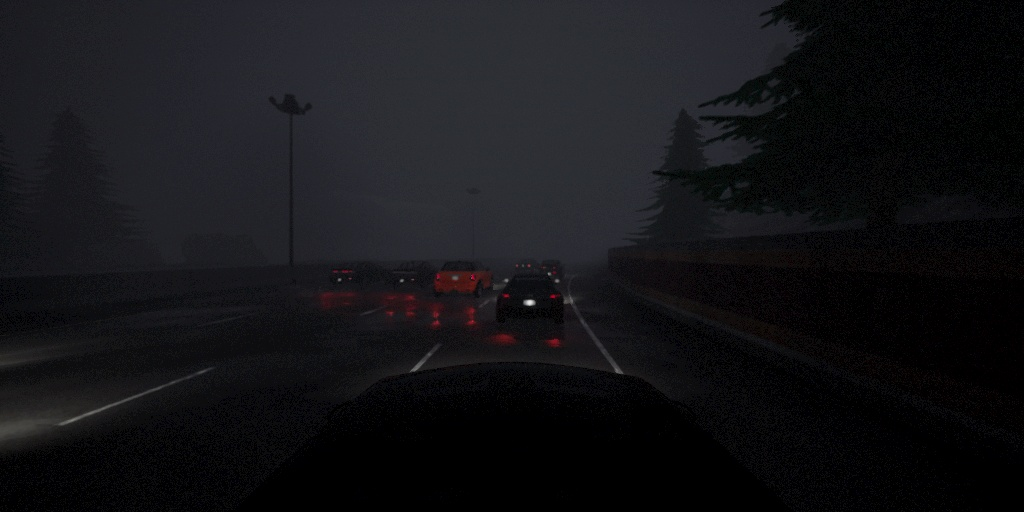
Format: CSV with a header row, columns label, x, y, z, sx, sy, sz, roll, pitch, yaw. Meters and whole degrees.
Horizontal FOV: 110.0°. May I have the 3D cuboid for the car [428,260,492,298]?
label,x,y,z,sx,sy,sz,roll,pitch,yaw
car,-2.230,0.952,17.692,2.097,1.767,4.553,0,0,7

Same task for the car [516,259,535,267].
label,x,y,z,sx,sy,sz,roll,pitch,yaw
car,1.754,0.987,37.564,2.033,1.411,5.357,0,1,16

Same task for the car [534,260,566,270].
label,x,y,z,sx,sy,sz,roll,pitch,yaw
car,3.257,1.025,29.069,1.837,1.490,4.892,0,0,12

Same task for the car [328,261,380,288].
label,x,y,z,sx,sy,sz,roll,pitch,yaw
car,-8.807,1.033,21.424,2.128,1.511,4.902,0,1,8

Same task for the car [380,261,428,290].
label,x,y,z,sx,sy,sz,roll,pitch,yaw
car,-5.351,1.051,20.933,2.128,1.511,4.902,0,1,8

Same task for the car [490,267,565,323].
label,x,y,z,sx,sy,sz,roll,pitch,yaw
car,0.637,1.227,11.802,1.994,1.385,4.181,0,1,5
